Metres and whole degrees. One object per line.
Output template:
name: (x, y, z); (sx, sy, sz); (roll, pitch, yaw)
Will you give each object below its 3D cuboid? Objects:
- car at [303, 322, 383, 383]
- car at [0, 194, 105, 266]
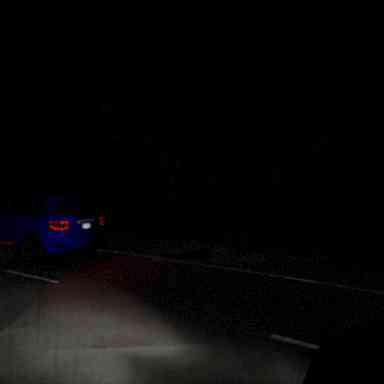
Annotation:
car: (3.068, 1.505, 1.622); (4.902, 1.511, 2.128); (1, 1, 36)
car: (-5.468, 1.065, 11.170); (5.566, 2.045, 2.150); (1, 1, 29)
